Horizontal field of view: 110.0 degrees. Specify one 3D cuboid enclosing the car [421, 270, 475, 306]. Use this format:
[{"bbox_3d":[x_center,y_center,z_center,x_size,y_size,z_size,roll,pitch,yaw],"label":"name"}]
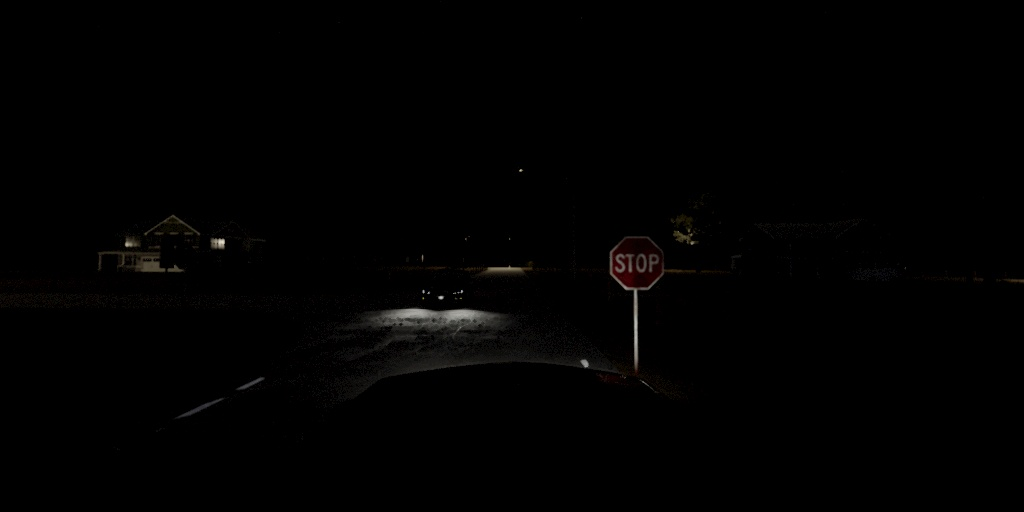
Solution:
[{"bbox_3d":[-2.737,1.393,16.234,1.837,1.490,4.892,0,-1,0],"label":"car"}]
